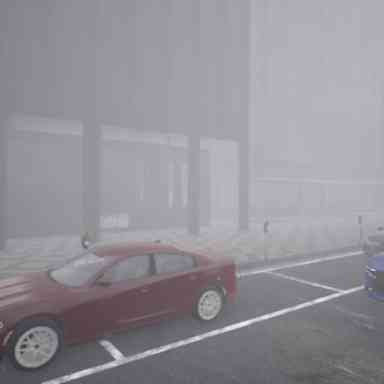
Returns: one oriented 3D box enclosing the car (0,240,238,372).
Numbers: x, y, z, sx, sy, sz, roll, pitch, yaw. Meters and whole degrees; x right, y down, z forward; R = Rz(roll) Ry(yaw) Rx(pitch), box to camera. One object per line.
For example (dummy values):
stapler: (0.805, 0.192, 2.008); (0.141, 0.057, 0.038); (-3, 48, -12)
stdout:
car: (-1.223, 1.560, 5.659); (4.507, 1.381, 1.887); (0, 0, -36)

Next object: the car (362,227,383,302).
car: (5.764, 1.539, 7.368); (5.008, 1.535, 1.882); (1, 0, -36)
